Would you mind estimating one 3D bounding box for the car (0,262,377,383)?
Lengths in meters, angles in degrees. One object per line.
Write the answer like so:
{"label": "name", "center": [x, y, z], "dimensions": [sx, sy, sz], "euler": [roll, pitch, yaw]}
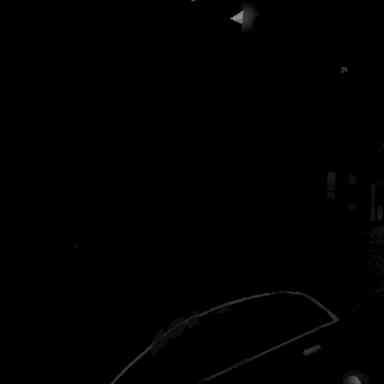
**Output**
{"label": "car", "center": [-0.266, 1.512, 2.881], "dimensions": [4.892, 1.490, 1.837], "euler": [0, 0, -36]}
